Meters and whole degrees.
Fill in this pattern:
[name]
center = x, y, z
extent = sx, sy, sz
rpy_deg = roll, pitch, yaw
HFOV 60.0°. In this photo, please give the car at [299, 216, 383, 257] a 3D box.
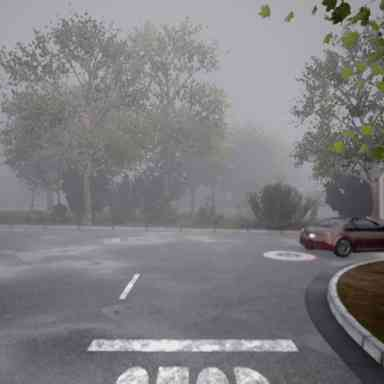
[car]
center = 6.376, 1.669, 13.095
extent = 4.181, 1.385, 1.994
rpy_deg = 2, -1, -20
